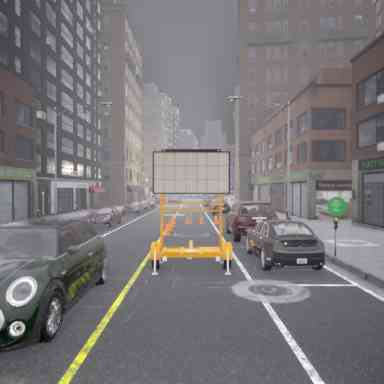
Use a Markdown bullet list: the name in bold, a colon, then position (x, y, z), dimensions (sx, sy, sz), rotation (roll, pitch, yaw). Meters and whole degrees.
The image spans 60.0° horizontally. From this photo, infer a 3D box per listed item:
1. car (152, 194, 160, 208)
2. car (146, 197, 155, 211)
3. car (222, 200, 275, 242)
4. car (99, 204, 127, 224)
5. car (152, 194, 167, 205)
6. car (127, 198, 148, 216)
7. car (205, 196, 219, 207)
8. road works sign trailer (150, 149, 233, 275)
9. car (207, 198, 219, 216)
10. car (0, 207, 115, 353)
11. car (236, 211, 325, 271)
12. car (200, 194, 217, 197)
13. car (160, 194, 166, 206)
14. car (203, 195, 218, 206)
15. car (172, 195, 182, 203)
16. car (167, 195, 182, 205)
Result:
- **car**: position (-5.753, 1.423, 43.781), dimensions (1.967, 1.590, 4.097), rotation (-1, 0, 0)
- **car**: position (-5.742, 1.569, 38.273), dimensions (1.802, 1.307, 4.206), rotation (-1, 0, 0)
- **car**: position (2.819, 1.312, 16.274), dimensions (2.192, 1.841, 5.009), rotation (-1, 0, 0)
- **car**: position (-5.713, 1.577, 21.750), dimensions (1.802, 1.307, 4.206), rotation (-1, 0, 0)
- **car**: position (-5.784, 1.281, 60.304), dimensions (2.192, 1.841, 5.009), rotation (-1, 0, 0)
- **car**: position (-5.733, 1.573, 32.765), dimensions (1.802, 1.307, 4.206), rotation (-1, 0, 0)
- **car**: position (2.783, 1.513, 38.469), dimensions (1.752, 1.417, 4.829), rotation (-1, 0, 0)
- **road works sign trailer**: position (-0.019, 0.462, 10.444), dimensions (2.380, 3.560, 2.880), rotation (0, 0, 0)
- **car**: position (2.792, 1.557, 32.793), dimensions (1.947, 1.339, 4.313), rotation (-1, 0, 0)
- **car**: position (-3.113, 1.350, 6.418), dimensions (2.097, 1.767, 4.553), rotation (0, 0, 0)
- **car**: position (2.831, 1.549, 10.768), dimensions (2.008, 1.369, 4.403), rotation (-1, 0, 0)
- **car**: position (2.754, 1.538, 54.819), dimensions (1.947, 1.339, 4.313), rotation (-1, 0, 0)
- **car**: position (-5.774, 1.287, 54.796), dimensions (2.192, 1.841, 5.009), rotation (-1, 0, 0)
- **car**: position (2.764, 1.544, 49.312), dimensions (1.947, 1.339, 4.313), rotation (-1, 0, 0)
- **car**: position (-3.122, 1.351, 68.439), dimensions (1.882, 1.535, 5.008), rotation (0, 0, 0)
- **car**: position (-3.167, 1.447, 56.974), dimensions (1.882, 1.535, 5.008), rotation (0, 0, 0)
